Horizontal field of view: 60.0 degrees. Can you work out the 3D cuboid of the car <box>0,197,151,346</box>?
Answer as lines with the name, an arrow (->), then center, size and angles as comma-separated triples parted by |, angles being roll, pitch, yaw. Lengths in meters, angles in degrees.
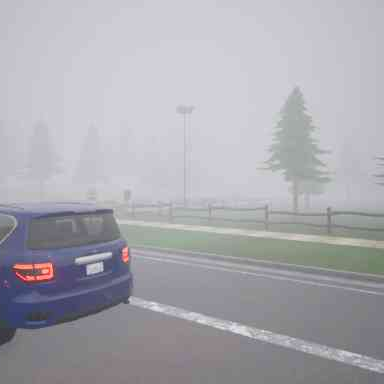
car -> -3.598, 1.221, 6.501 | 5.566, 2.045, 2.150 | 0, 0, 36

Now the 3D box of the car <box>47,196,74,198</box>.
car -> -14.581, 1.547, 37.962 | 2.033, 1.411, 5.357 | 0, 0, 35

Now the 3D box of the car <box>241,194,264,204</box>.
car -> 11.915, 1.554, 63.453 | 2.033, 1.411, 5.357 | 0, 0, 35

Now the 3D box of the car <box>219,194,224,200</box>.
car -> 6.179, 1.092, 67.465 | 1.882, 1.535, 5.008 | 0, 0, 35

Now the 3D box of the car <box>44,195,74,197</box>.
car -> -17.200, 1.491, 40.321 | 2.128, 1.511, 4.902 | 0, 0, 35

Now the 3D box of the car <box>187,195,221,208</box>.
car -> 1.813, 1.505, 49.176 | 1.837, 1.490, 4.892 | 0, 0, 35

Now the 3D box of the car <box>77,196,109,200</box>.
car -> -9.114, 1.478, 33.565 | 1.882, 1.535, 5.008 | 0, 0, 35

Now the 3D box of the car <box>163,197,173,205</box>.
car -> -2.741, 1.491, 54.871 | 2.128, 1.511, 4.902 | 0, 0, 35

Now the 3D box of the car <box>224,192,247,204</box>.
car -> 9.030, 1.031, 65.434 | 2.150, 2.045, 5.566 | 0, 0, 35

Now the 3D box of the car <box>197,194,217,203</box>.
car -> 3.251, 1.350, 69.388 | 2.097, 1.767, 4.553 | 0, 0, 35

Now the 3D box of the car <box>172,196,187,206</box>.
car -> -0.608, 1.564, 51.820 | 1.994, 1.385, 4.181 | 0, 0, 35

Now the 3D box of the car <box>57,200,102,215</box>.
car -> -11.939, 1.564, 35.631 | 1.994, 1.385, 4.181 | 0, 0, 35

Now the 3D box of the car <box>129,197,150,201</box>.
car -> -8.648, 1.493, 52.538 | 2.128, 1.511, 4.902 | 0, 0, 35
